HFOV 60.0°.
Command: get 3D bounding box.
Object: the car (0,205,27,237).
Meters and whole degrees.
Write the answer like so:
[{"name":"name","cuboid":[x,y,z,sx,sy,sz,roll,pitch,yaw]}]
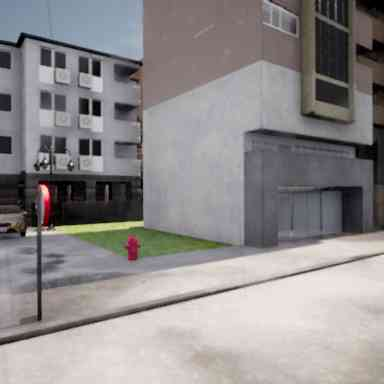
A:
[{"name":"car","cuboid":[-9.316,1.406,16.800,1.816,1.474,4.193,0,0,-25]}]
